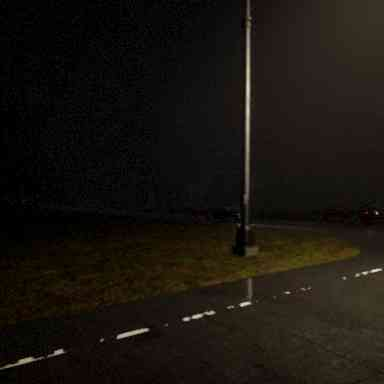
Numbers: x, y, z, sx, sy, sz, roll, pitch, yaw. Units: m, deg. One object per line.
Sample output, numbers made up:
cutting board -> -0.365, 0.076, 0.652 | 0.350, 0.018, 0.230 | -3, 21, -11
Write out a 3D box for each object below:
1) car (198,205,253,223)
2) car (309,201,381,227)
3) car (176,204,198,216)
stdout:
car -> 3.061, 1.837, 28.541 | 2.128, 1.511, 4.902 | 3, -3, -35
car -> 12.455, 1.776, 27.433 | 2.150, 2.045, 5.566 | 3, -3, -35
car -> -0.310, 2.452, 45.309 | 1.882, 1.535, 5.008 | 3, -3, -35
